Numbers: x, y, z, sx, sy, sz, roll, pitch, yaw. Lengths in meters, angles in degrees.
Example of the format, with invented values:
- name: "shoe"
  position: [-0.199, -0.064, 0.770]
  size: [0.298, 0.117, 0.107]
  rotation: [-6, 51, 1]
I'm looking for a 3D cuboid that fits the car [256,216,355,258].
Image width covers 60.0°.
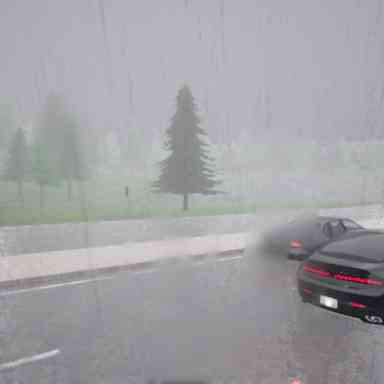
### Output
- name: "car"
  position: [4.588, 1.543, 11.313]
  size: [5.357, 1.411, 2.033]
  rotation: [0, 0, -35]

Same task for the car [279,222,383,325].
- name: "car"
  position: [4.152, 1.501, 6.709]
  size: [4.892, 1.490, 1.837]
  rotation: [0, 0, -35]
